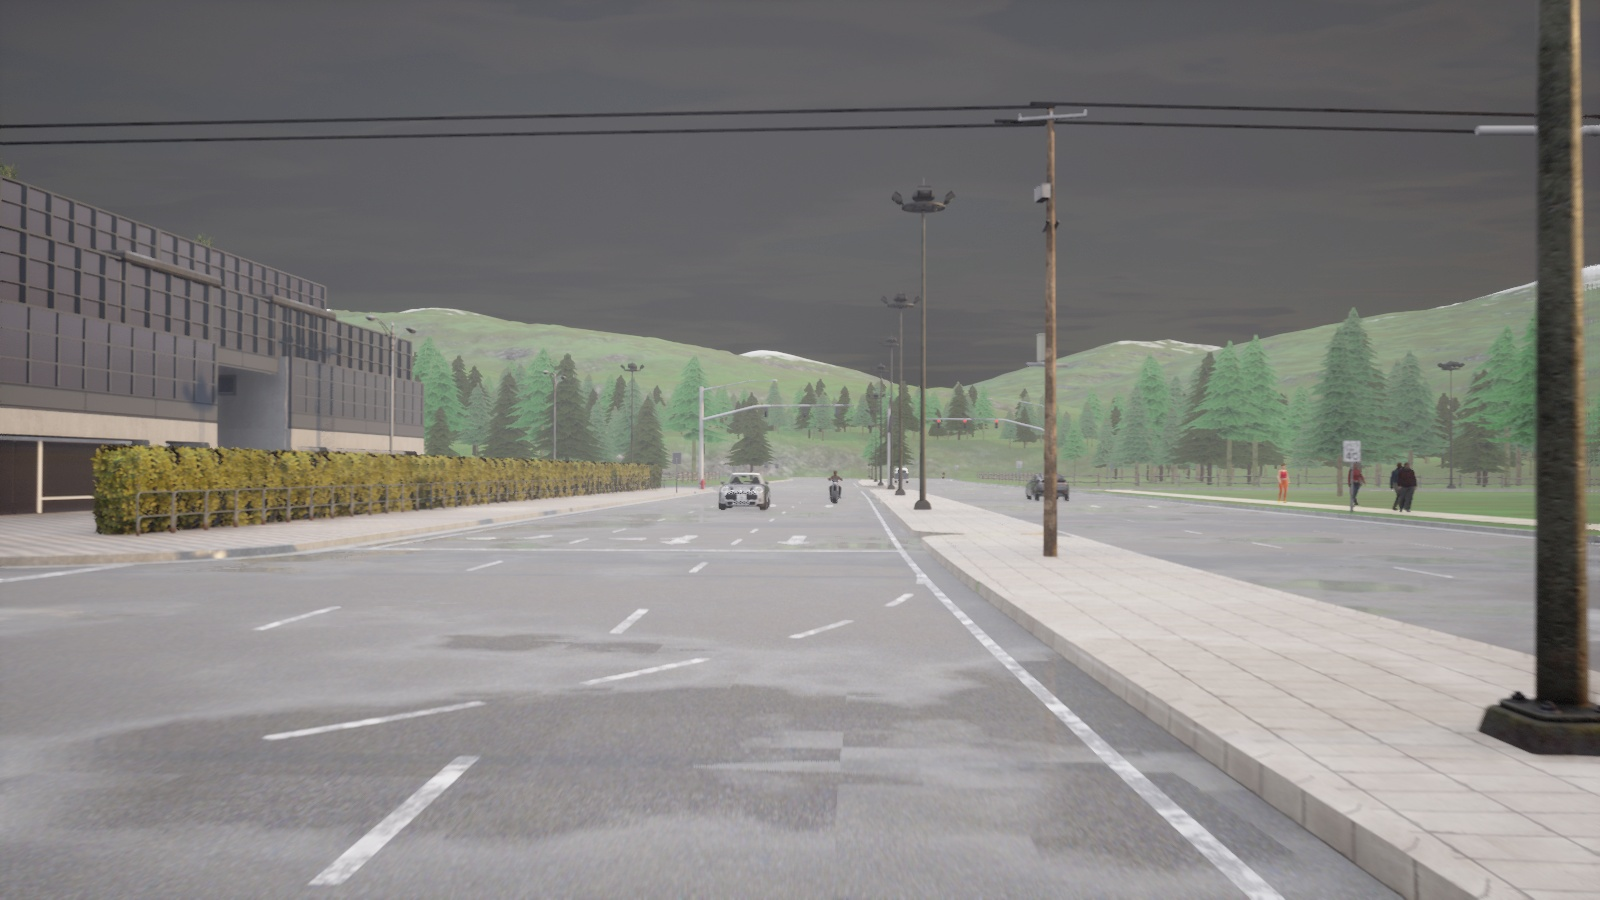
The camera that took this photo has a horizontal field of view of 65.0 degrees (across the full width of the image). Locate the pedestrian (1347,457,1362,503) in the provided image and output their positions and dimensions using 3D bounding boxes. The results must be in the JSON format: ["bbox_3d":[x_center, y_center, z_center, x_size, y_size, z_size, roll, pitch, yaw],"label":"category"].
[{"bbox_3d":[22.133,1.203,50.146,0.331,1.846,0.636,0,-1,4],"label":"pedestrian"}]

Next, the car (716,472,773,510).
[{"bbox_3d":[-2.211,1.637,50.651,1.970,1.475,3.806,0,-1,2],"label":"car"}]

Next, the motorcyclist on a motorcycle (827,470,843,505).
[{"bbox_3d":[1.681,1.766,60.228,0.766,1.649,2.350,0,-1,2],"label":"motorcyclist on a motorcycle"}]

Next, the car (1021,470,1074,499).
[{"bbox_3d":[13.542,1.871,69.012,2.128,1.511,4.902,0,-1,2],"label":"car"}]

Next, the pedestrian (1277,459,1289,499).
[{"bbox_3d":[22.113,1.327,57.531,0.345,1.836,0.594,0,-1,4],"label":"pedestrian"}]

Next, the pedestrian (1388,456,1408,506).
[{"bbox_3d":[22.031,1.139,46.275,0.370,1.835,0.726,0,-1,1],"label":"pedestrian"}]

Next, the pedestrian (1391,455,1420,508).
[{"bbox_3d":[21.455,1.111,44.482,0.634,1.844,0.899,0,-1,6],"label":"pedestrian"}]
